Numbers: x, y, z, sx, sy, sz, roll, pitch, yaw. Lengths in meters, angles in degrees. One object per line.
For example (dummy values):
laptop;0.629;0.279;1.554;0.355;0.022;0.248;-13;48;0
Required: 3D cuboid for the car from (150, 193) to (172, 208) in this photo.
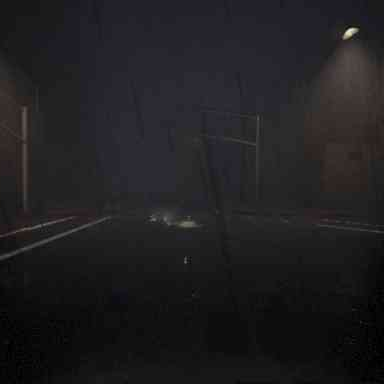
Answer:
car;-3.095;0.817;33.840;1.895;1.301;4.718;0;1;1
